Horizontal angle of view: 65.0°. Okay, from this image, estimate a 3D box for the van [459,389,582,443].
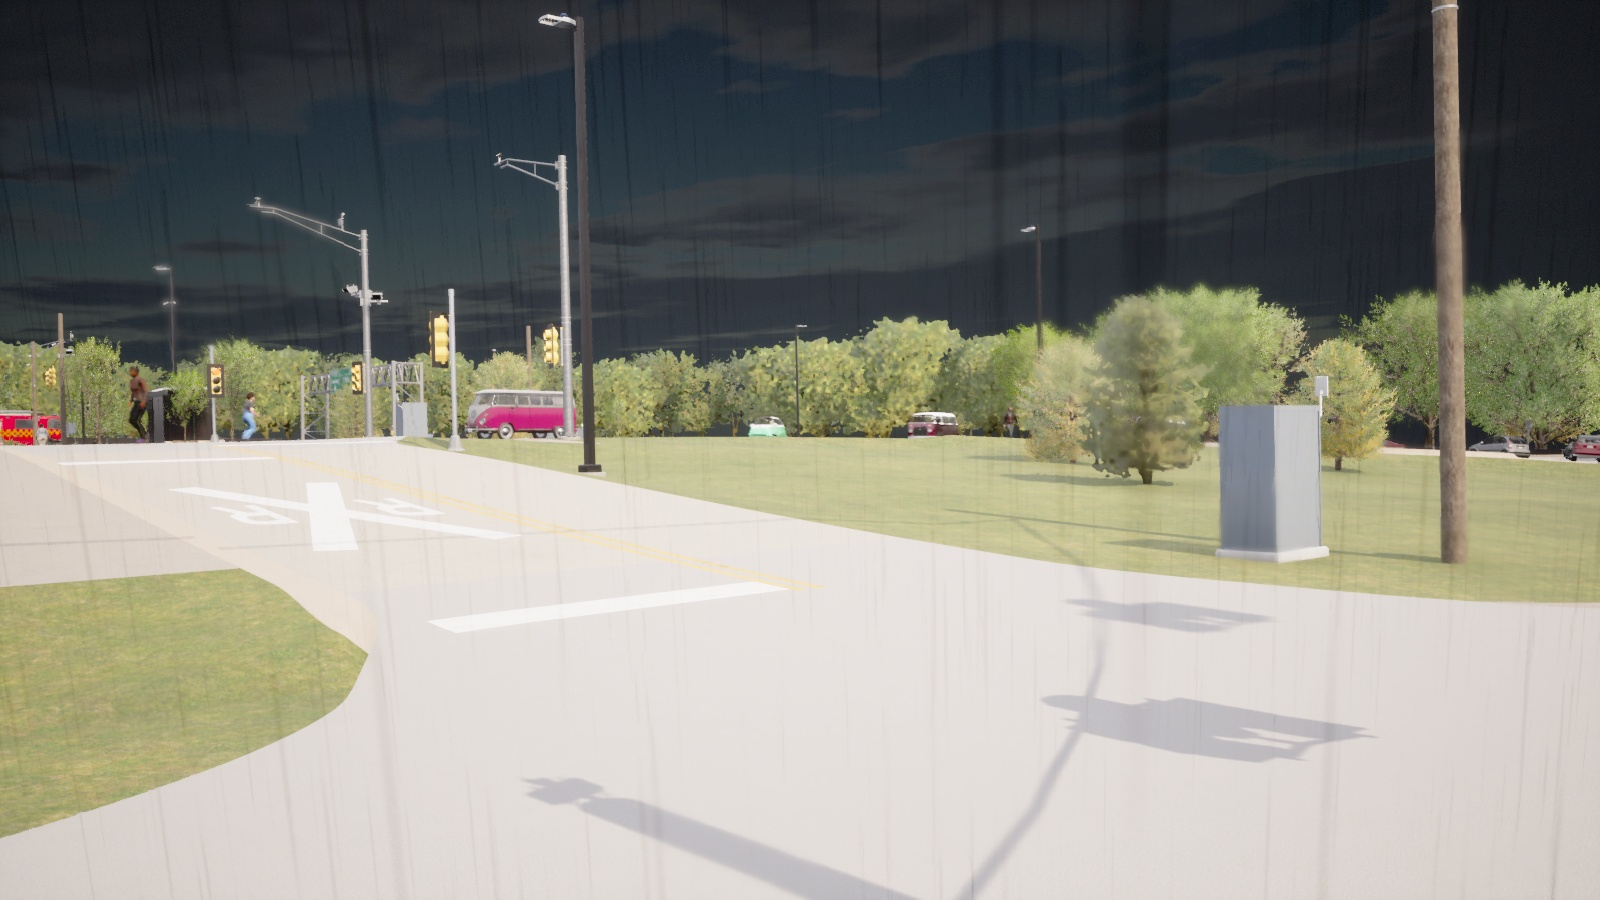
[{"bbox_3d":[-10.933,-1.311,49.344,1.775,1.987,4.442,-1,0,44],"label":"van"}]

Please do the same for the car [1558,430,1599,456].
[{"bbox_3d":[52.020,-0.469,81.846,2.242,1.667,4.611,-1,1,-3],"label":"car"}]

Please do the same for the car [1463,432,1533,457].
[{"bbox_3d":[46.763,-0.370,84.189,1.851,1.617,3.988,2,0,-13],"label":"car"}]

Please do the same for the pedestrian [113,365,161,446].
[{"bbox_3d":[-15.098,-1.010,28.600,0.328,1.805,0.869,-1,1,38],"label":"pedestrian"}]

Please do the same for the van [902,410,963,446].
[{"bbox_3d":[8.024,-1.290,75.709,2.069,2.038,4.480,-1,-1,28],"label":"van"}]

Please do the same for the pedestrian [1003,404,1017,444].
[{"bbox_3d":[9.936,-1.218,59.429,0.376,1.854,0.720,-2,1,-13],"label":"pedestrian"}]

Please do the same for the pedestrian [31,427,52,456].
[{"bbox_3d":[-49.005,-0.570,81.117,0.900,1.855,0.874,-1,1,40],"label":"pedestrian"}]

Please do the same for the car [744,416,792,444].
[{"bbox_3d":[-1.614,-1.000,63.566,1.481,1.376,2.207,-2,-1,28],"label":"car"}]

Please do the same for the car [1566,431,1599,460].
[{"bbox_3d":[46.139,-0.236,73.665,1.789,1.549,3.705,4,1,29],"label":"car"}]

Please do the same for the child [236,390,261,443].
[{"bbox_3d":[-13.175,-0.797,29.986,0.270,1.263,0.437,-1,1,39],"label":"child"}]
